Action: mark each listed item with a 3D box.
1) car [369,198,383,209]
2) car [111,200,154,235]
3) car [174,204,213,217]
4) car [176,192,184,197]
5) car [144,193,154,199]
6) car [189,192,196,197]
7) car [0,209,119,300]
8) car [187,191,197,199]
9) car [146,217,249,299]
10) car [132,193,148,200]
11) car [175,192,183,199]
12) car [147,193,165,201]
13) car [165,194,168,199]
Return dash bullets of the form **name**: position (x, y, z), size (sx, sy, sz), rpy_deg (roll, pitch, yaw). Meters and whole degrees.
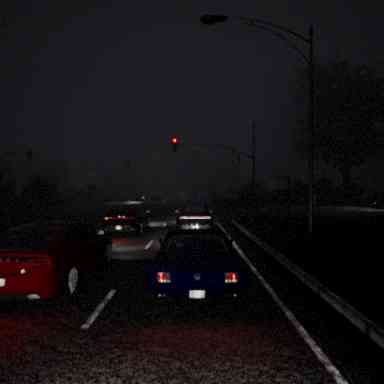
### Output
- **car**: position (23.837, 1.233, 39.653), size (4.892, 1.490, 1.837), rpy_deg (0, 0, 3)
- **car**: position (-3.398, 1.387, 17.814), size (1.837, 1.490, 4.892), rpy_deg (0, 0, 0)
- **car**: position (0.112, 1.376, 17.560), size (2.128, 1.511, 4.902), rpy_deg (0, 0, -1)
- **car**: position (-3.445, 0.703, 95.575), size (1.882, 1.535, 5.008), rpy_deg (0, 0, 1)
- **car**: position (-10.491, 0.996, 80.528), size (1.812, 1.442, 4.674), rpy_deg (0, 0, 0)
- **car**: position (0.055, 0.776, 95.559), size (1.994, 1.385, 4.181), rpy_deg (0, 0, 1)
- **car**: position (-3.400, 1.422, 8.309), size (1.882, 1.535, 5.008), rpy_deg (0, 0, 0)
- **car**: position (0.013, 0.659, 85.200), size (2.150, 2.045, 5.566), rpy_deg (0, 0, 0)
- **car**: position (0.101, 1.546, 8.230), size (1.895, 1.301, 4.718), rpy_deg (0, 0, 0)
- **car**: position (-10.507, 1.066, 65.526), size (2.128, 1.511, 4.902), rpy_deg (0, 0, 0)
- **car**: position (-3.487, 0.973, 85.173), size (2.033, 1.411, 5.357), rpy_deg (0, 0, 0)
- **car**: position (-7.007, 1.132, 65.471), size (1.994, 1.385, 4.181), rpy_deg (0, 0, 0)
- **car**: position (-6.991, 1.067, 80.479), size (1.895, 1.301, 4.718), rpy_deg (0, 0, 0)
